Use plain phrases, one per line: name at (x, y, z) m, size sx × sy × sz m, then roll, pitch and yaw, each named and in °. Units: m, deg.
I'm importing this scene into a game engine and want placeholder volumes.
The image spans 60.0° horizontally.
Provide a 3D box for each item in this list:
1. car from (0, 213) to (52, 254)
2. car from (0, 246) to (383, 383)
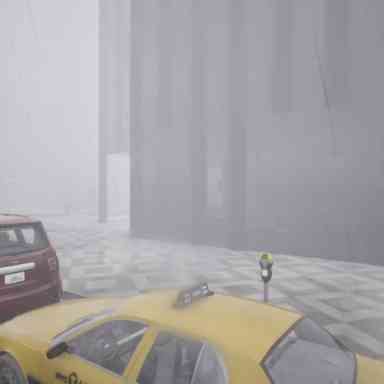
car at (-4.476, 1.314, 6.159) m, size 5.009 × 1.841 × 2.192 m, roll 0°, pitch 0°, yaw 36°
car at (-0.200, 1.525, 3.105) m, size 4.829 × 1.417 × 1.752 m, roll 0°, pitch 0°, yaw 36°
